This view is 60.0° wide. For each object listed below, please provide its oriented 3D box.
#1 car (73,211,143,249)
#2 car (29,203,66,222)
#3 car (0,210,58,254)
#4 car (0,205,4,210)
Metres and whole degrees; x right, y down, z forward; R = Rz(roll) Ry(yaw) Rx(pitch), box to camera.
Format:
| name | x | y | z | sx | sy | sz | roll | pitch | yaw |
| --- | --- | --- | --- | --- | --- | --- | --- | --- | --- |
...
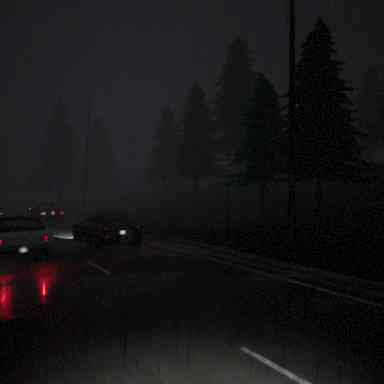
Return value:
| name | x | y | z | sx | sy | sz | roll | pitch | yaw |
| --- | --- | --- | --- | --- | --- | --- | --- | --- | --- |
| car | -3.795 | 1.538 | 14.572 | 1.994 | 1.385 | 4.181 | 0 | 0 | -34 |
| car | -10.978 | 1.500 | 25.018 | 2.033 | 1.411 | 5.357 | 0 | 0 | -34 |
| car | -6.661 | 1.576 | 12.562 | 1.895 | 1.301 | 4.718 | 0 | 0 | -34 |
| car | -15.141 | 1.550 | 24.935 | 1.895 | 1.301 | 4.718 | 0 | 0 | -34 |
